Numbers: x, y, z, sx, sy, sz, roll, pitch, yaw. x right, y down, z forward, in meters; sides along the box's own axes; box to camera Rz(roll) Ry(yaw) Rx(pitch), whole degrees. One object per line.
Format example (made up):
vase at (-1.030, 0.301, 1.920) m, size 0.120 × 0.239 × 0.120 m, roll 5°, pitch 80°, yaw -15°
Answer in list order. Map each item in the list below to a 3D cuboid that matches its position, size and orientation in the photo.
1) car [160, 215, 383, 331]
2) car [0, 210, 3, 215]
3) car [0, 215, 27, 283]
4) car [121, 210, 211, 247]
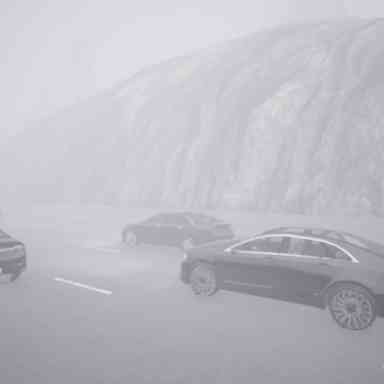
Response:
car at (1.955, 1.481, 6.897) m, size 4.902 × 1.511 × 2.128 m, roll 0°, pitch 0°, yaw 35°
car at (-15.445, 1.482, 23.609) m, size 4.718 × 1.301 × 1.895 m, roll 0°, pitch 0°, yaw 36°
car at (-6.065, 1.448, 8.321) m, size 4.902 × 1.511 × 2.128 m, roll 0°, pitch 0°, yaw 36°
car at (-0.697, 1.468, 13.089) m, size 4.892 × 1.490 × 1.837 m, roll 0°, pitch 0°, yaw 35°
